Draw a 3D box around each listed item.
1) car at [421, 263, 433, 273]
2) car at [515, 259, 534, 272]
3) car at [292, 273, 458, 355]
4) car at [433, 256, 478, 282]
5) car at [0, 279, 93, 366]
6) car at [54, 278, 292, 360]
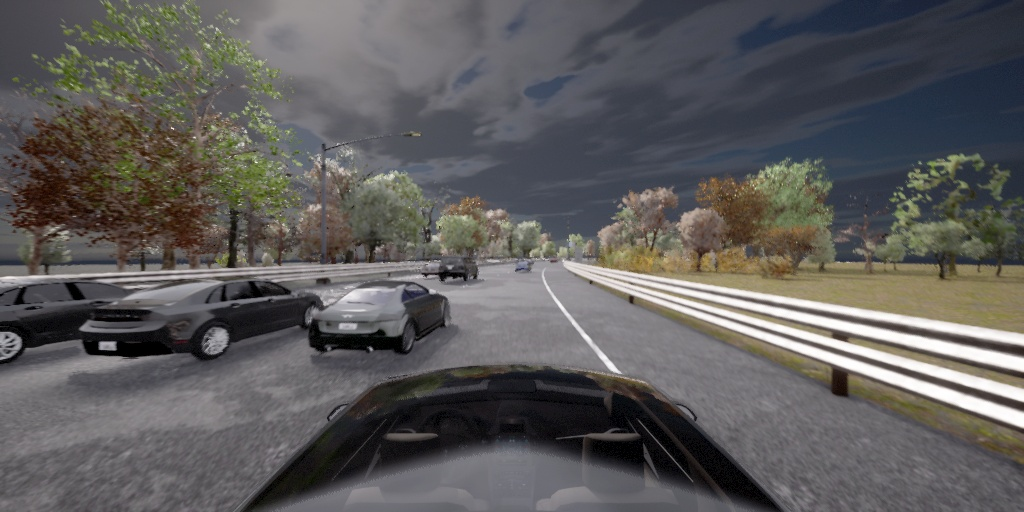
[{"bbox_3d":[-7.111,1.335,34.846,2.033,1.411,5.357,0,0,7],"label":"car"},{"bbox_3d":[1.592,1.344,47.160,2.033,1.411,5.357,0,0,8],"label":"car"},{"bbox_3d":[-2.887,1.293,8.710,1.994,1.385,4.181,0,0,5],"label":"car"},{"bbox_3d":[-4.271,0.992,29.253,2.150,2.045,5.566,0,0,7],"label":"car"},{"bbox_3d":[-9.992,1.245,7.921,1.837,1.490,4.892,0,0,5],"label":"car"},{"bbox_3d":[-6.441,1.241,8.320,1.837,1.490,4.892,0,0,5],"label":"car"}]
